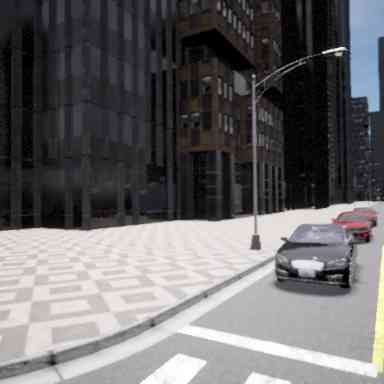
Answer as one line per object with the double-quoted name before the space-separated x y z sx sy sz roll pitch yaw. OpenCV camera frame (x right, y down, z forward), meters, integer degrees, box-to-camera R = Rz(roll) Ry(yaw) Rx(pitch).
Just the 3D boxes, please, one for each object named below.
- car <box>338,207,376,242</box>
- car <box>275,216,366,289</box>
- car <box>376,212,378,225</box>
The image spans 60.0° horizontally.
"car" 9.140 1.857 18.907 1.882 1.535 5.008 -1 -2 30
"car" 3.902 1.705 10.044 2.128 1.511 4.902 -1 -2 29
"car" 14.405 2.022 27.821 1.882 1.535 5.008 -1 -2 31
